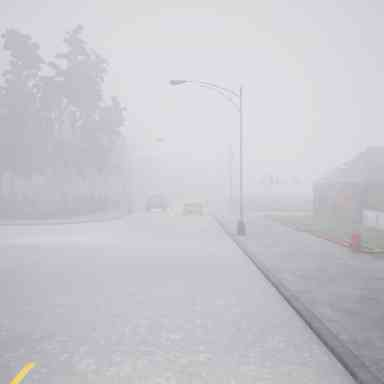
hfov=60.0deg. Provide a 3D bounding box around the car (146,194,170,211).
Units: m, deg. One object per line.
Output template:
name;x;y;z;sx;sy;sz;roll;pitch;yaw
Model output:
car;-4.227;1.221;40.326;2.150;2.045;5.566;0;0;0

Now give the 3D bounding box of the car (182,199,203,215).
car;0.054;1.477;33.349;1.882;1.535;5.008;0;0;-1
